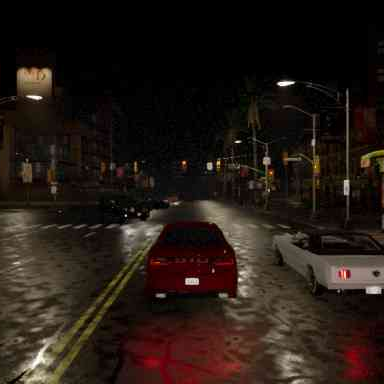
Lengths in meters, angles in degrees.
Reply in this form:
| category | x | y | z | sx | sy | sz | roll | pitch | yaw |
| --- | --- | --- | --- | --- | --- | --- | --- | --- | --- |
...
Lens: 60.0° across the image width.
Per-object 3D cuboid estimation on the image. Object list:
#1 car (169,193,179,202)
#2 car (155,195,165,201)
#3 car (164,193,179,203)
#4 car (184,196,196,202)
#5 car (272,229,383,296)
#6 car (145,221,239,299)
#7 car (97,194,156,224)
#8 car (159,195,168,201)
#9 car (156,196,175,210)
| category | x | y | z | sx | sy | sz | roll | pitch | yaw |
| --- | --- | --- | --- | --- | --- | --- | --- | --- | --- |
| car | -4.261 | 1.225 | 80.645 | 2.150 | 2.045 | 5.566 | 0 | 0 | -1 |
| car | -7.765 | 1.524 | 81.063 | 1.812 | 1.442 | 4.674 | 0 | 0 | -1 |
| car | -4.171 | 1.355 | 71.306 | 2.097 | 1.767 | 4.553 | 0 | 0 | -1 |
| car | -0.685 | 1.522 | 73.626 | 2.128 | 1.511 | 4.902 | 0 | 0 | -1 |
| car | 3.495 | 1.601 | 8.618 | 1.895 | 1.301 | 4.718 | 0 | 0 | 0 |
| car | -0.006 | 1.478 | 8.530 | 1.882 | 1.535 | 5.008 | 0 | 0 | 0 |
| car | -5.362 | 1.221 | 25.487 | 2.150 | 2.045 | 5.566 | 1 | -1 | -38 |
| car | -7.863 | 1.525 | 91.178 | 2.128 | 1.511 | 4.902 | 0 | 0 | -1 |
| car | -4.559 | 1.564 | 40.965 | 1.994 | 1.385 | 4.181 | 0 | 0 | 40 |
